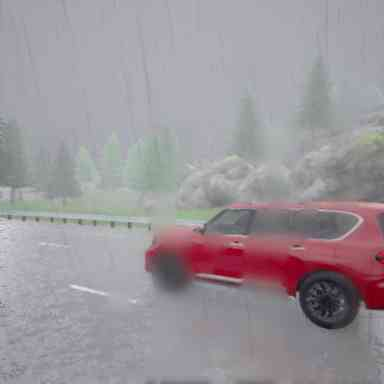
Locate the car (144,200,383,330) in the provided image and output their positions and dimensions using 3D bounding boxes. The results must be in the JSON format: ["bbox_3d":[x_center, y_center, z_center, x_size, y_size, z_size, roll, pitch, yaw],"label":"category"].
[{"bbox_3d":[1.527,1.202,7.101,5.566,2.045,2.150,0,0,35],"label":"car"}]
